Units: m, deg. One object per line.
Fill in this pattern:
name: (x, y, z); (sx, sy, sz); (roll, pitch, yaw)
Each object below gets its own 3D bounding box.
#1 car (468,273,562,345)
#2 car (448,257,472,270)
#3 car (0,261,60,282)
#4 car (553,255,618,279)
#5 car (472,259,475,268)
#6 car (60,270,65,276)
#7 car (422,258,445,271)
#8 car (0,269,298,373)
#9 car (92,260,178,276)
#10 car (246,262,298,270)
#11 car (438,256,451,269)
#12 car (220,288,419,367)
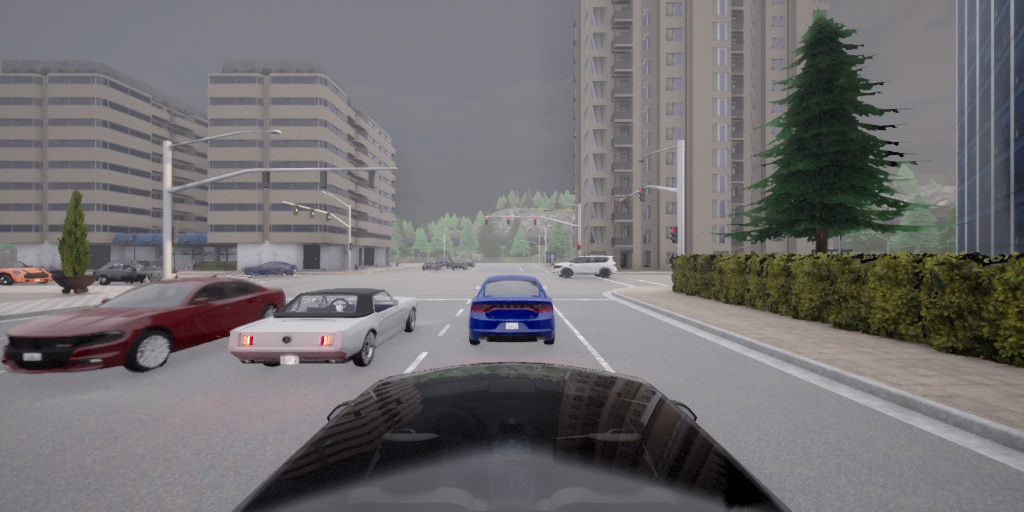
car: (-0.005, 1.228, 9.539); (1.882, 1.535, 5.008); (0, 0, 0)
car: (-7.524, 1.297, 52.303); (2.033, 1.411, 5.357); (0, 0, 0)
car: (-35.100, 1.102, 24.839); (4.553, 1.767, 2.097); (0, 0, 0)
car: (6.488, 0.972, 31.998); (5.566, 2.045, 2.150); (0, 0, 0)
car: (-7.612, 1.228, 62.643); (1.882, 1.535, 5.008); (0, 0, 0)
car: (-38.616, 1.351, 28.346); (4.718, 1.301, 1.895); (0, 0, 0)
car: (-11.011, 1.314, 49.409); (1.994, 1.385, 4.181); (0, 0, 0)
car: (-7.167, 1.227, 7.835); (1.882, 1.535, 5.008); (0, 0, -1)
car: (-25.948, 1.241, 24.810); (4.902, 1.511, 2.128); (0, 0, 1)
car: (-23.821, 1.275, 35.531); (4.674, 1.442, 1.812); (0, 0, 0)
car: (-11.095, 0.971, 58.766); (2.150, 2.045, 5.566); (0, 0, 0)
car: (-3.497, 1.351, 7.873); (1.895, 1.301, 4.718); (0, 0, 0)
